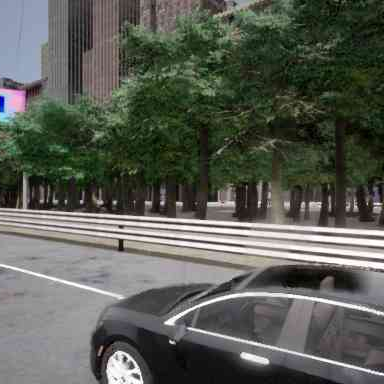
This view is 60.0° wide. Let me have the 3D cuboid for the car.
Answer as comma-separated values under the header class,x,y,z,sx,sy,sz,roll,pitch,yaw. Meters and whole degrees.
class,x,y,z,sx,sy,sz,roll,pitch,yaw
car,1.032,1.503,3.256,4.892,1.490,1.837,0,0,36
